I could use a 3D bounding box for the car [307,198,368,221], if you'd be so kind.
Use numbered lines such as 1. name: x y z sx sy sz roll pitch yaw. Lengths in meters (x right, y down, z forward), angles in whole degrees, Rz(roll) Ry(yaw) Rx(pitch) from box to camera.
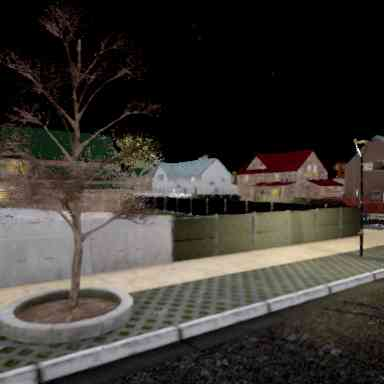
1. car: 10.480 1.277 24.595 2.097 1.767 4.553 0 1 -34

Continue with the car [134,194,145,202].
1. car: -9.067 0.701 53.496 2.128 1.511 4.902 0 1 -34

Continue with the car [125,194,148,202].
1. car: -10.076 1.048 59.866 2.033 1.411 5.357 0 1 -34

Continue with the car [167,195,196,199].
1. car: -0.459 1.271 40.678 2.033 1.411 5.357 0 1 -34

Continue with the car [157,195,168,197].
1. car: -4.555 1.131 51.854 1.812 1.442 4.674 0 1 -33
